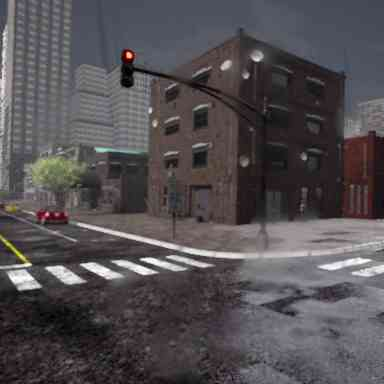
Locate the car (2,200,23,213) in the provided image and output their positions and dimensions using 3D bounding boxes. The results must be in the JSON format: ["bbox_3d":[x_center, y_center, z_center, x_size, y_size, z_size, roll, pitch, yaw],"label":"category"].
[{"bbox_3d":[-24.250,2.099,45.379,1.752,1.417,4.829,1,-1,-35],"label":"car"}]

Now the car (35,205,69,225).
[{"bbox_3d":[-11.555,1.820,27.347,1.967,1.590,4.097,1,-1,-35],"label":"car"}]

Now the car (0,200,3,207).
[{"bbox_3d":[-34.670,2.175,60.148,1.967,1.590,4.097,1,-1,-35],"label":"car"}]

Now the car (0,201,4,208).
[{"bbox_3d":[-37.843,2.368,64.678,1.802,1.307,4.206,1,-1,-35],"label":"car"}]
